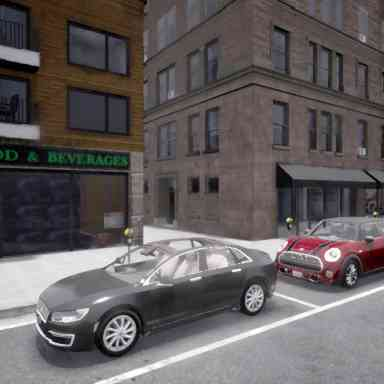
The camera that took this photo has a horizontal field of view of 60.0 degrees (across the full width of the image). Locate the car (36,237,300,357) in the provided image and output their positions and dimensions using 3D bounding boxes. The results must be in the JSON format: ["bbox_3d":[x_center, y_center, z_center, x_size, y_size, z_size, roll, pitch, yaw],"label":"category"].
[{"bbox_3d":[-0.357,1.551,5.924,4.403,1.369,2.008,0,0,-35],"label":"car"}]

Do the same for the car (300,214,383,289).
[{"bbox_3d":[4.146,1.442,9.115,4.097,1.590,1.967,0,0,-35],"label":"car"}]
